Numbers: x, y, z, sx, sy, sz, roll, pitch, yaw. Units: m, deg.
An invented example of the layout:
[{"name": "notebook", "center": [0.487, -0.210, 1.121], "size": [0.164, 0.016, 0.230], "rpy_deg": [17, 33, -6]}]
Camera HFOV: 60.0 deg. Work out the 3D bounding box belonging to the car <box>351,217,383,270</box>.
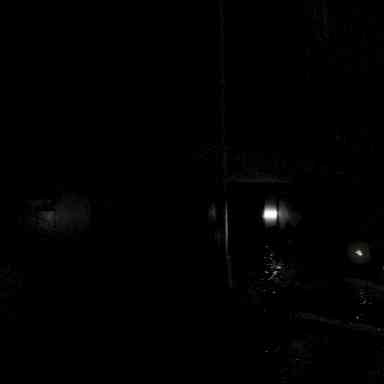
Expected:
[{"name": "car", "center": [6.464, 1.507, 10.450], "size": [2.033, 1.411, 5.357], "rpy_deg": [0, 0, 36]}]
